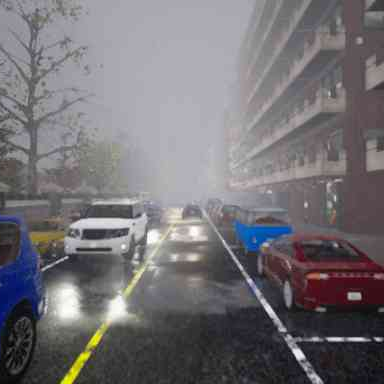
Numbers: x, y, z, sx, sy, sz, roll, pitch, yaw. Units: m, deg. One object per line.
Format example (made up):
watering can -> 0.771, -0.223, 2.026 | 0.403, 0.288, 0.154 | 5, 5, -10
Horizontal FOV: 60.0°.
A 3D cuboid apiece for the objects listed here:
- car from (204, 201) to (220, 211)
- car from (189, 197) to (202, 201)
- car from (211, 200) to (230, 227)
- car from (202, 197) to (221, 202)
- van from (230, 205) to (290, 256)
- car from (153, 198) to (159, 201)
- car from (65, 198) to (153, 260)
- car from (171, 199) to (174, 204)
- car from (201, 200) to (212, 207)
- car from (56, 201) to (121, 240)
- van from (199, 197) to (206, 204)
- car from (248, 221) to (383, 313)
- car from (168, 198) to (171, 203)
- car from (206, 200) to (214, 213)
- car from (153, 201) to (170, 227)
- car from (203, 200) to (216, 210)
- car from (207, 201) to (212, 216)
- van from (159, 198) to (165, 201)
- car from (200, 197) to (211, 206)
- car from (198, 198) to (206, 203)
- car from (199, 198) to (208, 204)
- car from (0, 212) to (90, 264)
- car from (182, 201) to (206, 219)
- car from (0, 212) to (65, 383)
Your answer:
car -> 2.730, 1.961, 47.161 | 2.008, 1.369, 4.403 | 0, -1, 0
car -> 0.079, 1.885, 45.321 | 2.128, 1.511, 4.902 | 0, 0, 1
car -> 2.713, 1.648, 24.642 | 1.967, 1.590, 4.097 | 0, -1, 0
car -> 2.727, 1.674, 41.532 | 2.192, 1.841, 5.009 | 0, -1, 0
van -> 2.704, 1.452, 13.383 | 1.690, 1.788, 3.998 | 0, 0, 0
car -> -5.654, 1.799, 41.538 | 1.967, 1.590, 4.097 | 0, -1, 0
car -> -3.070, 1.331, 13.177 | 2.150, 2.045, 5.566 | 0, 0, 0
car -> -5.618, 2.328, 86.407 | 1.752, 1.417, 4.829 | 0, -1, 0
car -> 2.744, 2.155, 64.050 | 1.802, 1.307, 4.206 | 0, -1, 0
car -> -5.672, 1.474, 19.020 | 2.192, 1.841, 5.009 | 0, 0, 0
van -> 2.763, 2.146, 86.572 | 1.690, 1.788, 3.998 | 0, -1, 0
car -> 2.699, 1.609, 7.750 | 1.887, 1.381, 4.507 | 0, 0, 0
car -> -5.636, 2.124, 64.056 | 2.008, 1.369, 4.403 | 0, -1, 0
car -> 2.721, 1.852, 35.900 | 1.887, 1.381, 4.507 | 0, -1, 0
car -> -3.049, 1.697, 24.449 | 2.128, 1.511, 4.902 | 0, 0, 0
car -> 2.735, 2.008, 52.791 | 1.887, 1.381, 4.507 | 0, -1, 0
car -> 2.716, 1.808, 30.271 | 2.008, 1.369, 4.403 | 0, -1, 0
van -> -5.645, 1.805, 52.799 | 1.690, 1.788, 3.998 | 0, -1, 0
car -> 2.749, 1.945, 69.682 | 2.192, 1.841, 5.009 | 0, -1, 0
car -> 2.767, 2.429, 92.200 | 1.947, 1.339, 4.313 | 0, -1, 0
car -> 2.758, 2.186, 80.940 | 1.967, 1.590, 4.097 | 0, -1, 0
car -> -5.677, 1.635, 13.219 | 1.752, 1.417, 4.829 | 0, 0, 0
car -> 0.036, 1.838, 32.189 | 1.994, 1.385, 4.181 | 0, 0, 0
car -> -3.089, 1.243, 2.466 | 2.150, 2.045, 5.566 | 0, 0, -1
